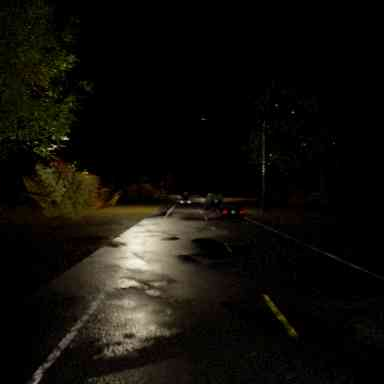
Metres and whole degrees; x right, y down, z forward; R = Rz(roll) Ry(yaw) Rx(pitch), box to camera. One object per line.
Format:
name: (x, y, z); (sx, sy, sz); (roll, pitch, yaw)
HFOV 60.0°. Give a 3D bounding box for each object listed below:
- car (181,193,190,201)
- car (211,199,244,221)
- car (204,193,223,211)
car: (-1.444, 1.306, 74.988); (1.882, 1.535, 5.008); (1, 0, -1)
car: (3.026, 1.542, 27.238); (2.033, 1.411, 5.357); (1, 0, -1)
car: (2.727, 1.190, 41.092); (2.150, 2.045, 5.566); (1, 1, -1)
